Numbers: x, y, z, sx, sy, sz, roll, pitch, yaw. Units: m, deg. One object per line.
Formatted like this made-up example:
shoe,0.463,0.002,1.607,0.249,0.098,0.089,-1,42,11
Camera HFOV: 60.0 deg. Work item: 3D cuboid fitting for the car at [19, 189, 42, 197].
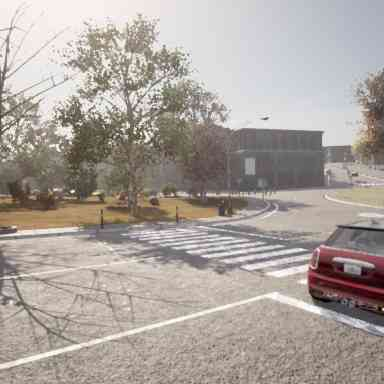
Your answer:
car,-37.946,0.151,78.285,2.097,1.535,5.008,0,3,19

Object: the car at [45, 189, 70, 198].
car,-28.652,0.294,70.883,2.231,1.521,4.892,-1,2,18

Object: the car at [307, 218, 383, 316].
car,4.502,1.330,6.926,4.553,1.767,2.097,-1,0,-35

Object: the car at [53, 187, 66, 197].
car,-26.308,0.062,69.023,2.435,2.045,5.566,0,2,18

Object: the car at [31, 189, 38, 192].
car,-33.330,0.102,74.536,2.185,1.767,4.553,0,2,18

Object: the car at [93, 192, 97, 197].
car,-16.879,0.287,61.662,1.946,1.575,5.366,-1,2,17

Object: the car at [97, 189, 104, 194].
car,-14.467,0.125,60.034,2.185,1.767,4.553,-2,2,16

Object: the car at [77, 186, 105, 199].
car,-19.216,0.054,63.657,2.435,2.045,5.566,-2,2,17

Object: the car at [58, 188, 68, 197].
car,-23.947,0.351,67.215,2.163,1.488,4.792,-1,2,17
